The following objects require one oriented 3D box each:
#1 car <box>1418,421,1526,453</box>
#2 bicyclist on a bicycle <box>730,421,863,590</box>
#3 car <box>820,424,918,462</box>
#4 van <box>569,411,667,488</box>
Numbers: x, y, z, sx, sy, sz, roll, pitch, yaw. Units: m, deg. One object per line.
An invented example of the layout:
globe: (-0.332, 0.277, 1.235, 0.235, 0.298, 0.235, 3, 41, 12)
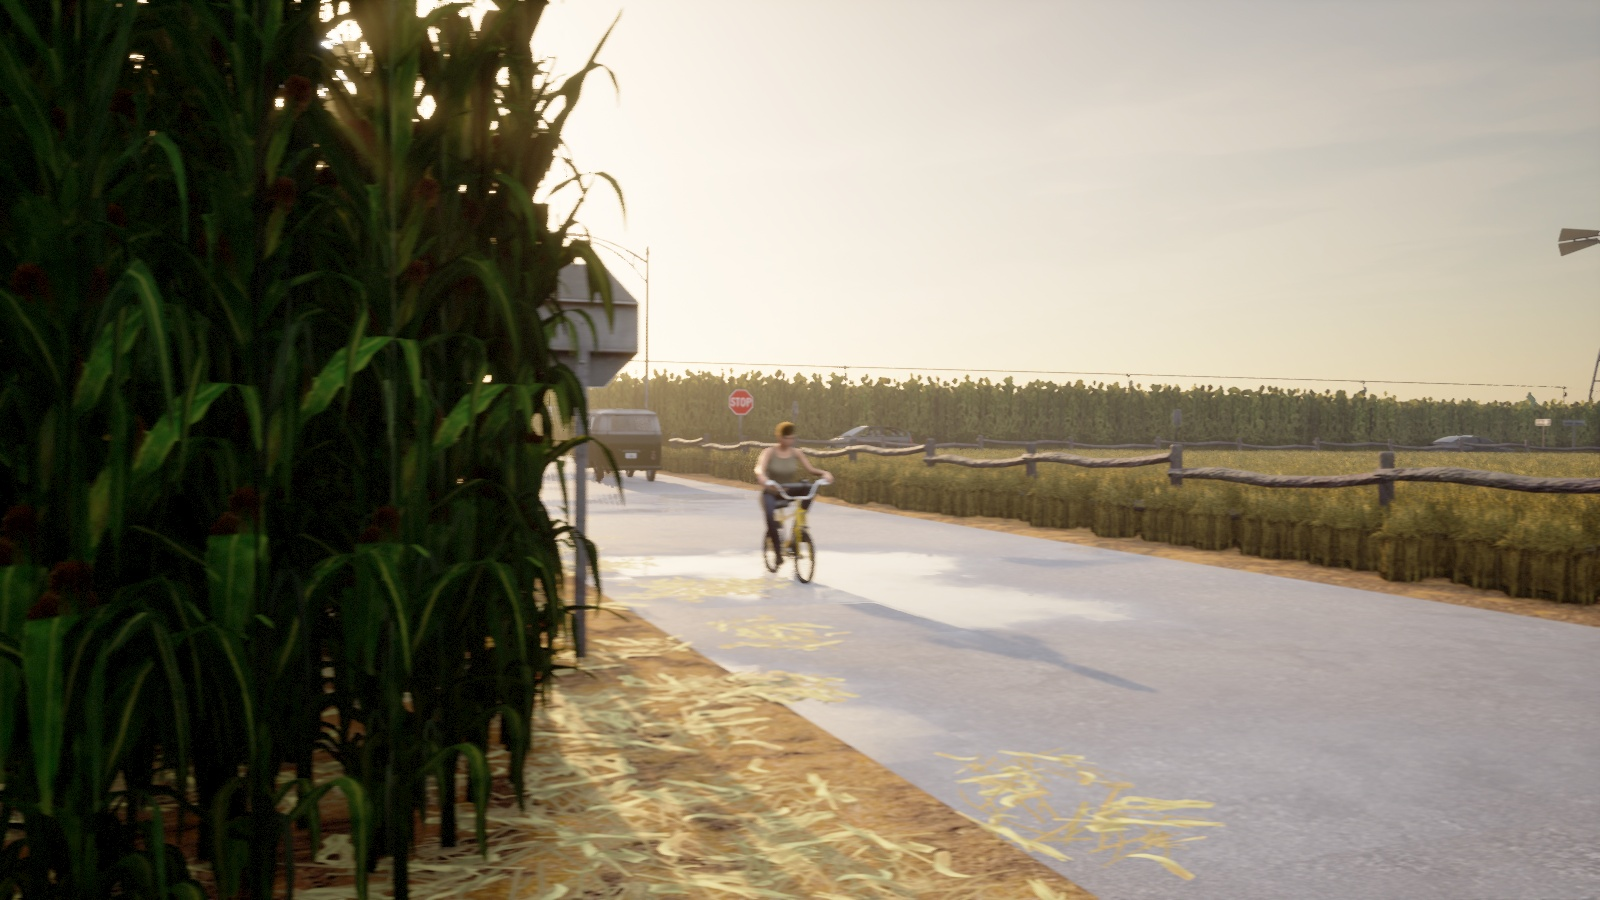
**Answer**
car: (32.606, -0.631, 60.922, 4.892, 1.490, 1.837, -1, 1, -20)
bicyclist on a bicycle: (-0.066, 0.517, 12.878, 0.866, 1.612, 1.509, -1, 1, -21)
car: (2.920, -0.321, 53.191, 3.705, 1.549, 1.789, 0, 1, -21)
van: (-5.162, -0.057, 35.177, 1.775, 1.987, 4.442, -1, 1, -21)
